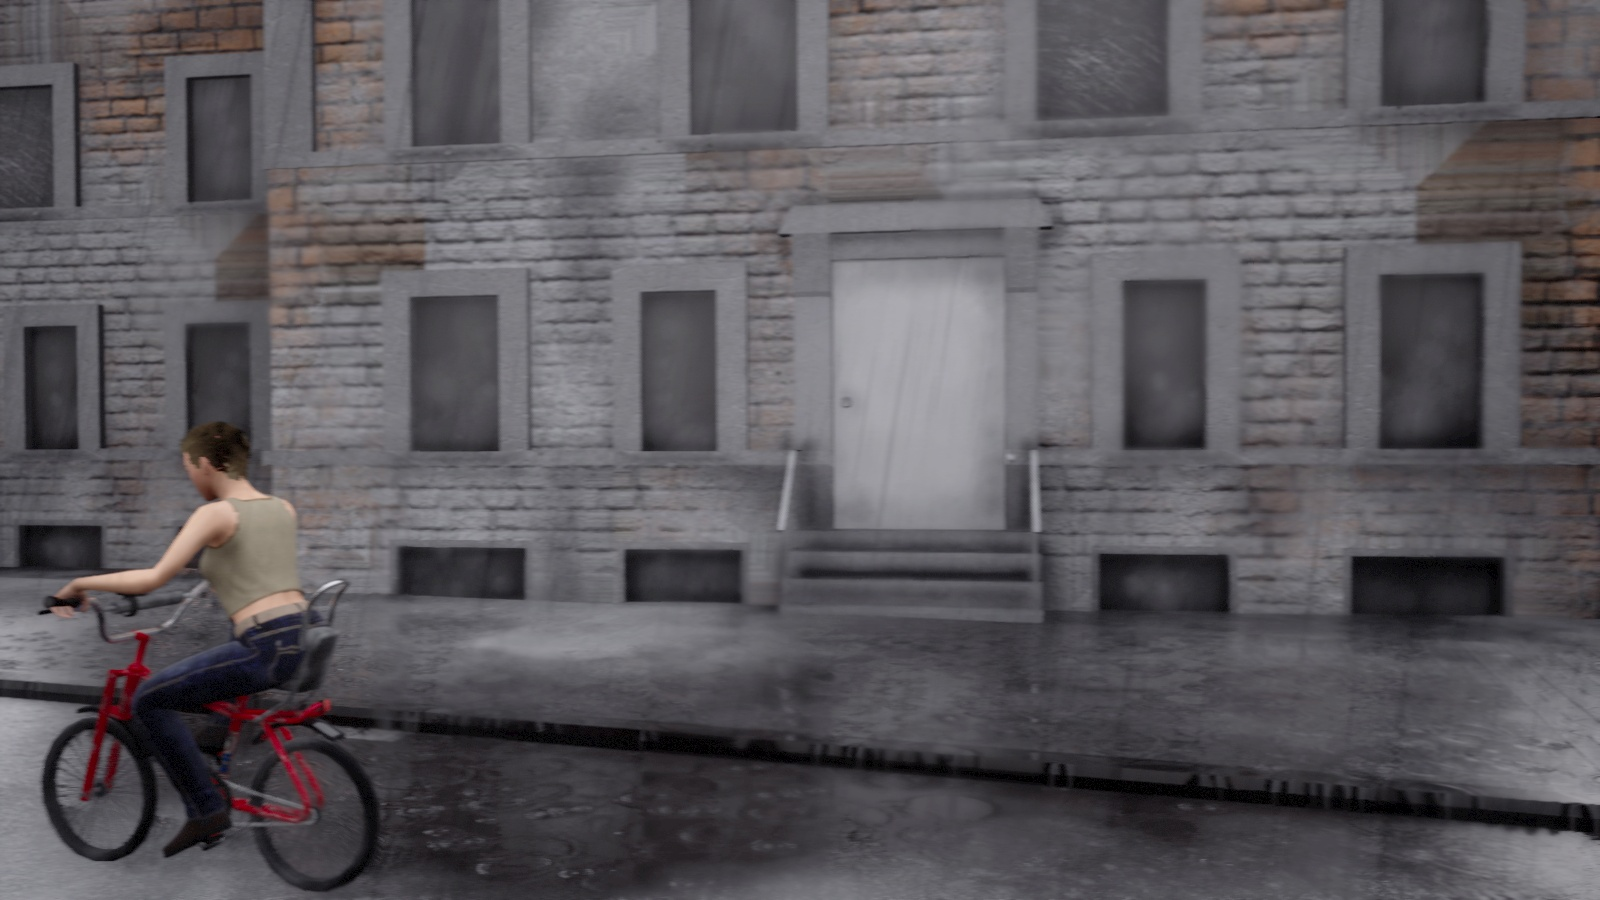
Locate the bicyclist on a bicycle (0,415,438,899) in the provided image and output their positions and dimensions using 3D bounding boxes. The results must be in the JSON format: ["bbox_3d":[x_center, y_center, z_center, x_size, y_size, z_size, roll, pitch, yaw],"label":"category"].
[{"bbox_3d":[-2.188,0.689,4.450,1.509,1.612,0.866,0,1,19],"label":"bicyclist on a bicycle"}]
